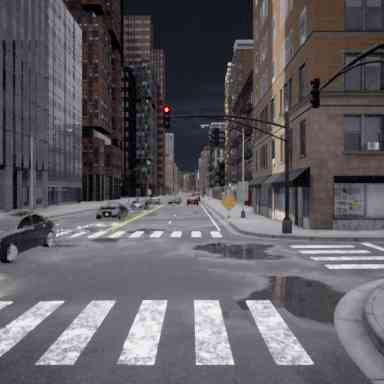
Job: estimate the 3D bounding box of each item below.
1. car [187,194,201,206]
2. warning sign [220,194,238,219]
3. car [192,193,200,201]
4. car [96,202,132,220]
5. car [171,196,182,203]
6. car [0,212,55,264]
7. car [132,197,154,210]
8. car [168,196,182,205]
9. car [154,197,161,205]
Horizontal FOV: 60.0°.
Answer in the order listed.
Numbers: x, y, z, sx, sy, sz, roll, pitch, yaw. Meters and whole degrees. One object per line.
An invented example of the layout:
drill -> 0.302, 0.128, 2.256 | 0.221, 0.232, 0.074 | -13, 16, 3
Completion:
car -> 0.100, 1.490, 54.838 | 1.882, 1.535, 5.008 | 0, 0, 0
warning sign -> 2.853, 1.117, 25.648 | 1.300, 1.860, 1.060 | 0, 0, 0
car -> 0.975, 1.263, 85.682 | 2.150, 2.045, 5.566 | 0, 0, 0
car -> -6.601, 1.566, 27.787 | 1.994, 1.385, 4.181 | 0, 0, 0
car -> -3.154, 1.569, 69.638 | 2.033, 1.411, 5.357 | 0, 0, 0
car -> -6.610, 1.523, 12.029 | 1.837, 1.490, 4.892 | -1, 0, 0
car -> -6.594, 1.499, 42.796 | 2.128, 1.511, 4.902 | 0, 0, 0
car -> -3.151, 1.616, 59.379 | 1.895, 1.301, 4.718 | 0, 0, 0
car -> -6.517, 1.539, 57.934 | 1.812, 1.442, 4.674 | 0, 0, 0
